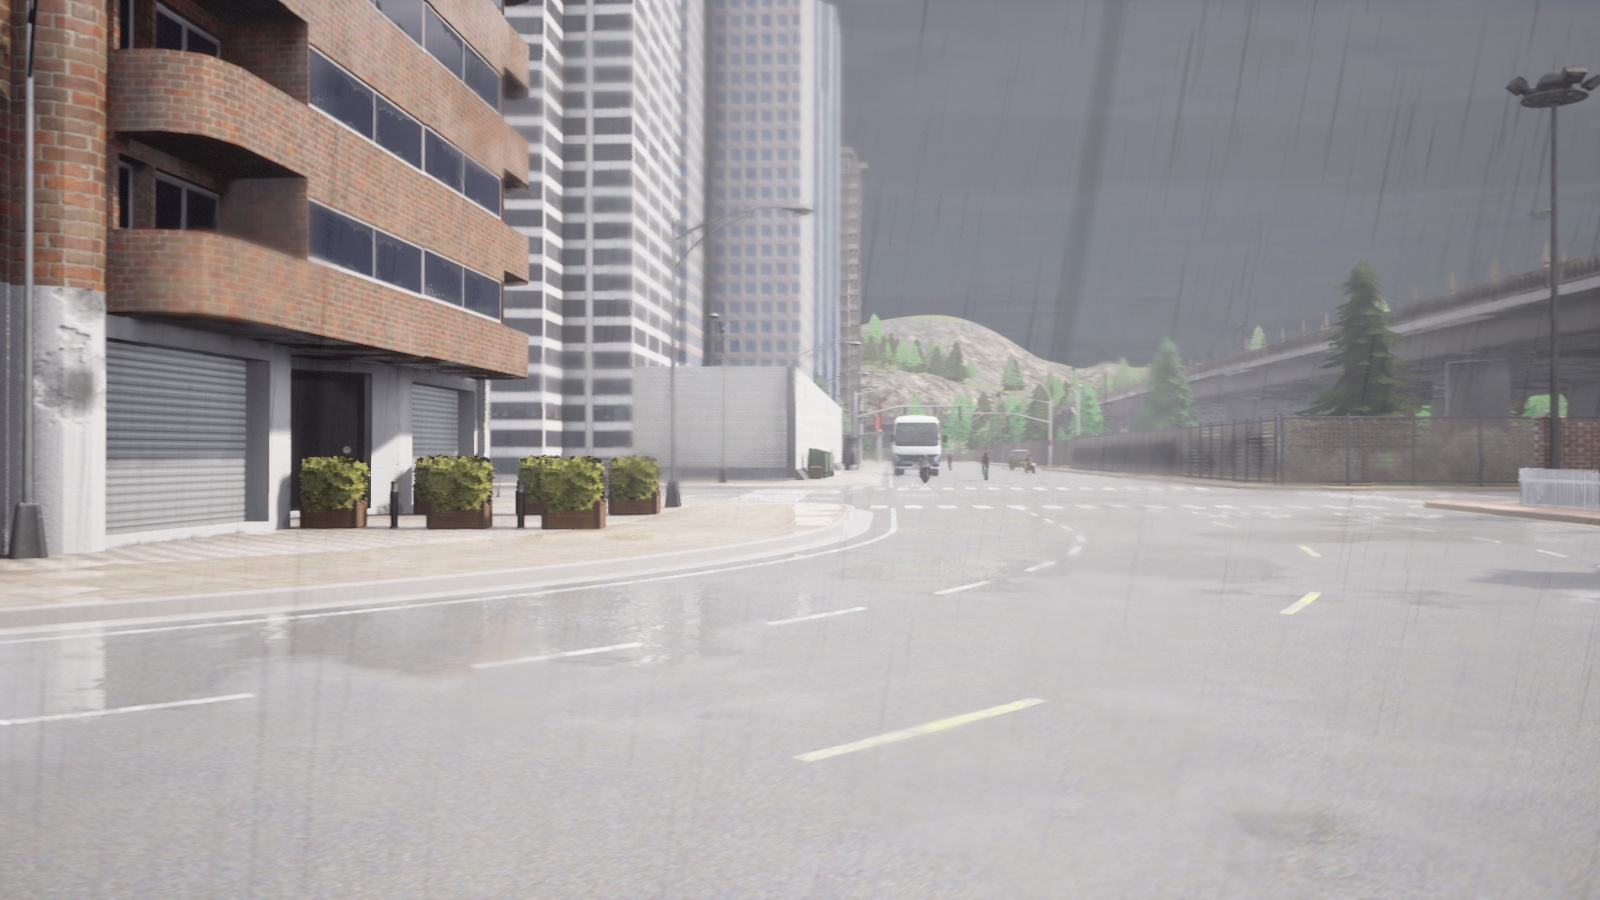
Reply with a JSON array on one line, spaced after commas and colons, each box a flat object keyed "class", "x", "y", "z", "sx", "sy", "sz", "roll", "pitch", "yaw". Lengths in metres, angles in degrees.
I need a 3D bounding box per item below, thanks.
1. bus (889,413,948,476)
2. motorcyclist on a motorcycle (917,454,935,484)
[{"class": "bus", "x": 8.372, "y": -0.334, "z": 89.908, "sx": 3.944, "sy": 4.253, "sz": 10.273, "roll": 0, "pitch": 0, "yaw": 4}, {"class": "motorcyclist on a motorcycle", "x": 6.639, "y": 0.997, "z": 66.065, "sx": 0.866, "sy": 1.530, "sz": 2.191, "roll": 0, "pitch": 0, "yaw": 4}]
